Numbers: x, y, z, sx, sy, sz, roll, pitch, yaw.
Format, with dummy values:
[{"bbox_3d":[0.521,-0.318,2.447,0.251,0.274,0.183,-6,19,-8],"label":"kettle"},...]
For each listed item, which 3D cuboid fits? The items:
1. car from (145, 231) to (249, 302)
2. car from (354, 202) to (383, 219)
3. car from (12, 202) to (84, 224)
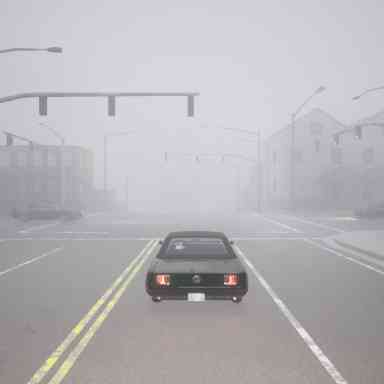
[{"bbox_3d":[0.104,1.601,8.193,1.895,1.301,4.718,0,0,0],"label":"car"},{"bbox_3d":[16.034,1.564,28.154,4.181,1.385,1.994,0,0,0],"label":"car"},{"bbox_3d":[-10.379,1.458,24.167,4.902,1.511,2.128,-1,0,-1],"label":"car"}]
